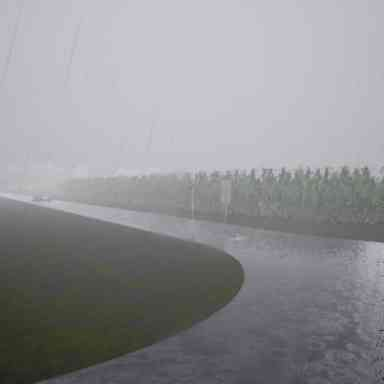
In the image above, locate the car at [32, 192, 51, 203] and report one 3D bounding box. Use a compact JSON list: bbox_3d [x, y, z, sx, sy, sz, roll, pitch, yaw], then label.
[{"bbox_3d":[-21.594,0.732,47.802,2.128,1.511,4.902,1,0,-35],"label":"car"}]
